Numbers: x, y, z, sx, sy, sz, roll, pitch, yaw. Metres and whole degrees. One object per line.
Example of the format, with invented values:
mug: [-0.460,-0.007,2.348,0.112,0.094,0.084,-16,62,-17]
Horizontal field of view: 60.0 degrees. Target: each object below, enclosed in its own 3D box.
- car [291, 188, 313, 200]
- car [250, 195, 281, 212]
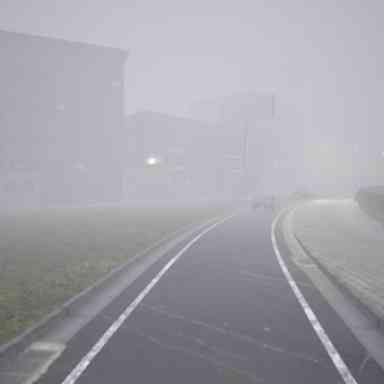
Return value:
car: [14.693,0.220,44.205,1.812,1.442,4.674,1,2,35]
car: [6.590,0.938,29.288,1.895,1.301,4.718,1,2,24]
